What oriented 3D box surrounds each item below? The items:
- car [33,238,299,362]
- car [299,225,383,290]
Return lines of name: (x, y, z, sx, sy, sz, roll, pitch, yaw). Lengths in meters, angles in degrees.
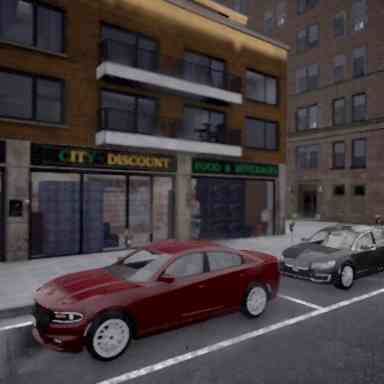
car: (-0.359, 1.574, 5.935, 4.507, 1.381, 1.887, 1, 0, -36)
car: (4.263, 1.635, 9.240, 4.403, 1.369, 2.008, 1, 0, -36)
